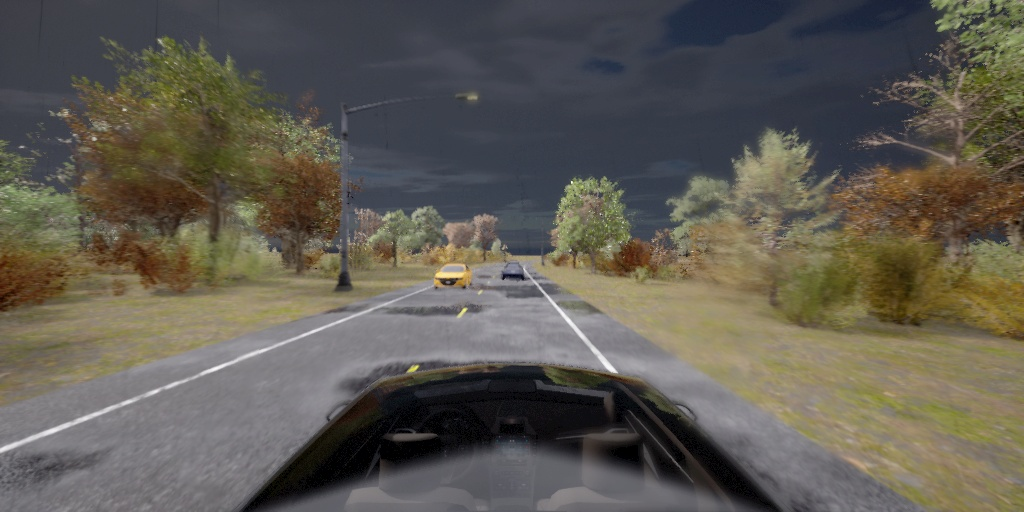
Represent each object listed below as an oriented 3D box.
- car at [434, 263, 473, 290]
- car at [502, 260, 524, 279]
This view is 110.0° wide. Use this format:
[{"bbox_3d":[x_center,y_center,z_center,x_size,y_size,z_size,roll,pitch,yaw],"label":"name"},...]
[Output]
[{"bbox_3d":[-3.585,1.228,22.653,1.882,1.535,5.008,0,0,0],"label":"car"},{"bbox_3d":[0.102,1.318,32.967,1.994,1.385,4.181,0,0,0],"label":"car"}]
